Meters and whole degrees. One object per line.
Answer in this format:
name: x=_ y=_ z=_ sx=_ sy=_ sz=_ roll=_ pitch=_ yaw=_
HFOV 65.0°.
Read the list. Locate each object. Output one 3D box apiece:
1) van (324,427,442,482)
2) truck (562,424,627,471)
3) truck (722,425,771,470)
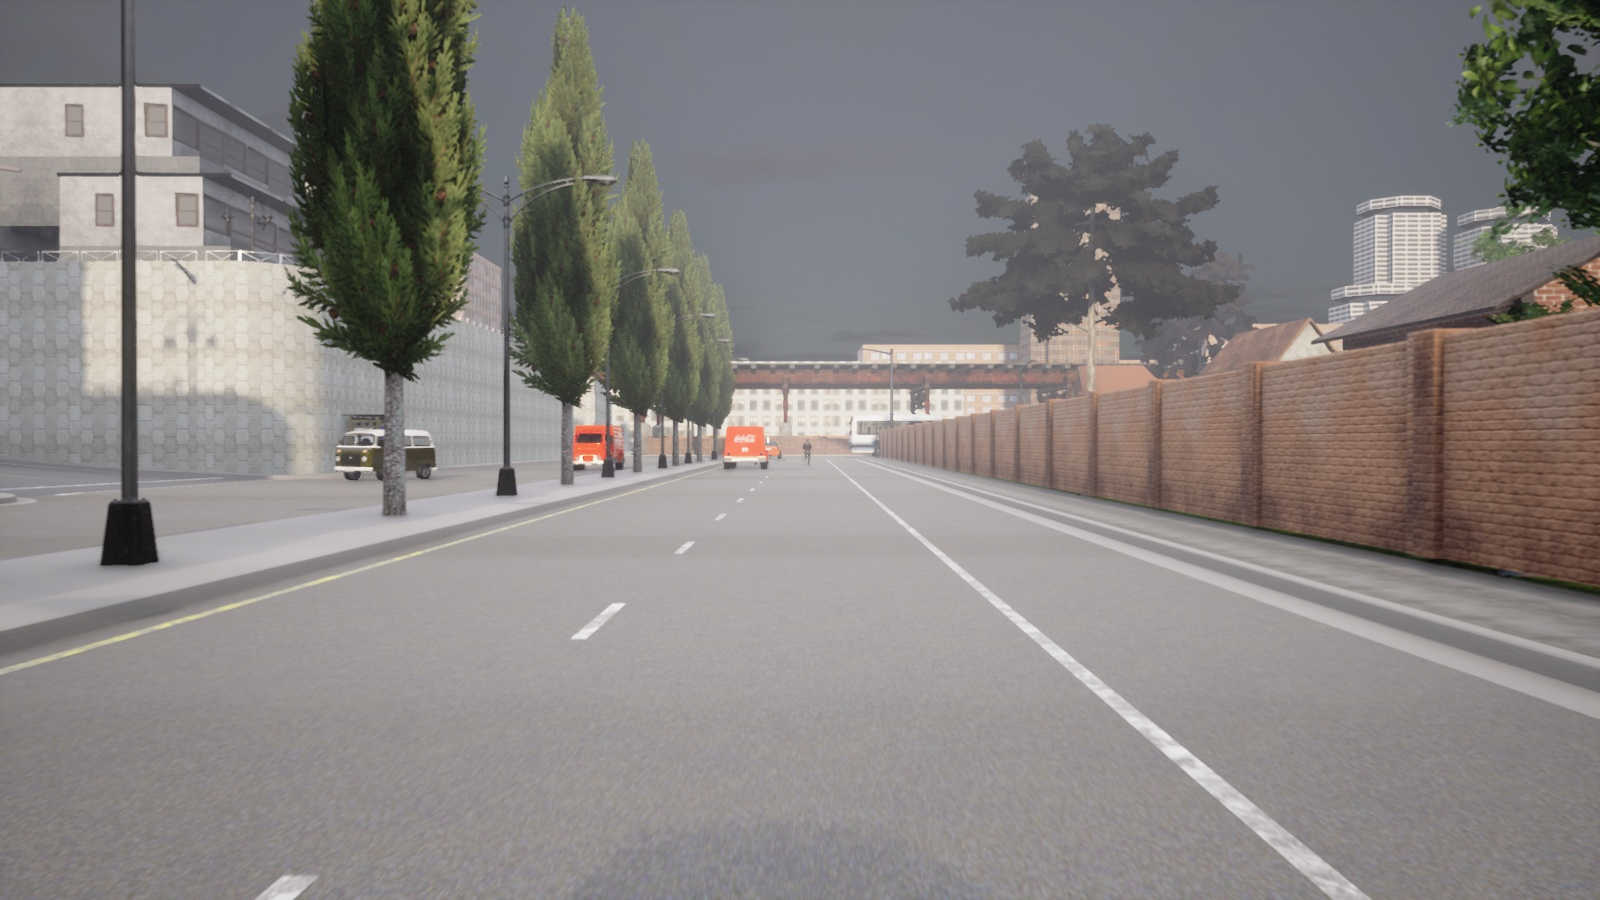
van: x=-16.320 y=0.166 z=49.427 sx=2.069 sy=2.038 sz=4.480 roll=1 pitch=0 yaw=20
truck: x=-11.096 y=-0.134 z=68.227 sx=2.627 sy=2.467 sz=5.204 roll=0 pitch=0 yaw=0
truck: x=-3.069 y=-0.154 z=72.982 sx=2.627 sy=2.467 sz=5.204 roll=0 pitch=0 yaw=0
